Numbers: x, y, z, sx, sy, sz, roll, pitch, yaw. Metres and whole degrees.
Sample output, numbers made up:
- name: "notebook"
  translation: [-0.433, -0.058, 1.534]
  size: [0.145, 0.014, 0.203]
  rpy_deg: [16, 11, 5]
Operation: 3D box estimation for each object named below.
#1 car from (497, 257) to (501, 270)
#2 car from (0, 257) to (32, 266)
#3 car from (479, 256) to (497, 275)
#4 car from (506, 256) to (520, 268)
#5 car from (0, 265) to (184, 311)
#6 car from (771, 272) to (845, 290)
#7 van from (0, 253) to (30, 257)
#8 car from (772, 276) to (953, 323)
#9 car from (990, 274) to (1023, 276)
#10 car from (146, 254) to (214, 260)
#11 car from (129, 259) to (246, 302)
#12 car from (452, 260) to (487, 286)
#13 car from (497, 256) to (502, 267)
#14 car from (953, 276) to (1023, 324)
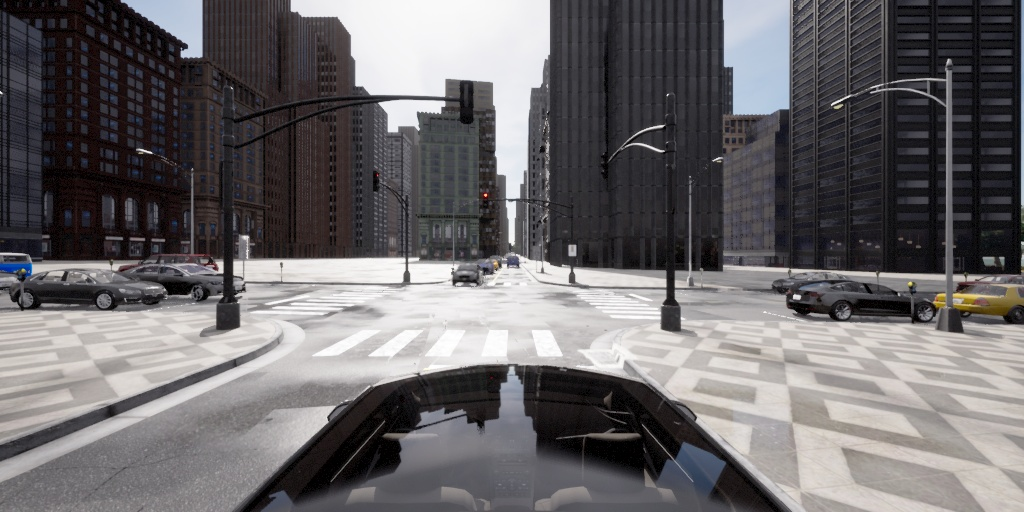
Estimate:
- name: "car"
  translation: [-3.009, 1.228, 51.604]
  size: [1.882, 1.535, 5.008]
  rpy_deg: [0, 0, 0]
- name: "car"
  translation: [-24.127, 0.927, 15.389]
  size: [4.902, 1.511, 2.128]
  rpy_deg: [1, 0, 0]
- name: "car"
  translation: [-3.036, 1.101, 39.215]
  size: [2.097, 1.767, 4.553]
  rpy_deg: [0, 0, 0]
- name: "car"
  translation: [0.199, 0.974, 62.675]
  size: [2.150, 2.045, 5.566]
  rpy_deg: [0, 0, 0]
- name: "car"
  translation: [-14.763, 1.116, 12.614]
  size: [4.403, 1.370, 2.007]
  rpy_deg: [0, 0, 0]
- name: "car"
  translation: [17.812, 1.591, 21.175]
  size: [4.403, 1.370, 2.007]
  rpy_deg: [0, 0, 0]
- name: "van"
  translation: [-31.114, 0.680, 21.170]
  size: [3.998, 1.789, 1.690]
  rpy_deg: [0, 0, 0]
- name: "car"
  translation: [12.145, 1.524, 12.660]
  size: [4.313, 1.339, 1.948]
  rpy_deg: [0, 0, 0]
- name: "car"
  translation: [29.098, 1.766, 21.154]
  size: [4.507, 1.381, 1.888]
  rpy_deg: [0, 0, 0]
- name: "car"
  translation: [-20.195, 0.799, 21.150]
  size: [5.009, 1.841, 2.192]
  rpy_deg: [0, 0, 0]
- name: "car"
  translation: [-14.134, 1.065, 15.358]
  size: [4.902, 1.511, 2.128]
  rpy_deg: [1, 0, 1]
- name: "car"
  translation: [-3.061, 1.255, 25.406]
  size: [1.837, 1.490, 4.892]
  rpy_deg: [0, 0, 0]
- name: "car"
  translation: [-2.942, 0.974, 63.162]
  size: [2.150, 2.045, 5.566]
  rpy_deg: [0, 0, 1]
- name: "car"
  translation: [17.957, 1.571, 12.649]
  size: [4.829, 1.417, 1.751]
  rpy_deg: [0, 0, 0]
